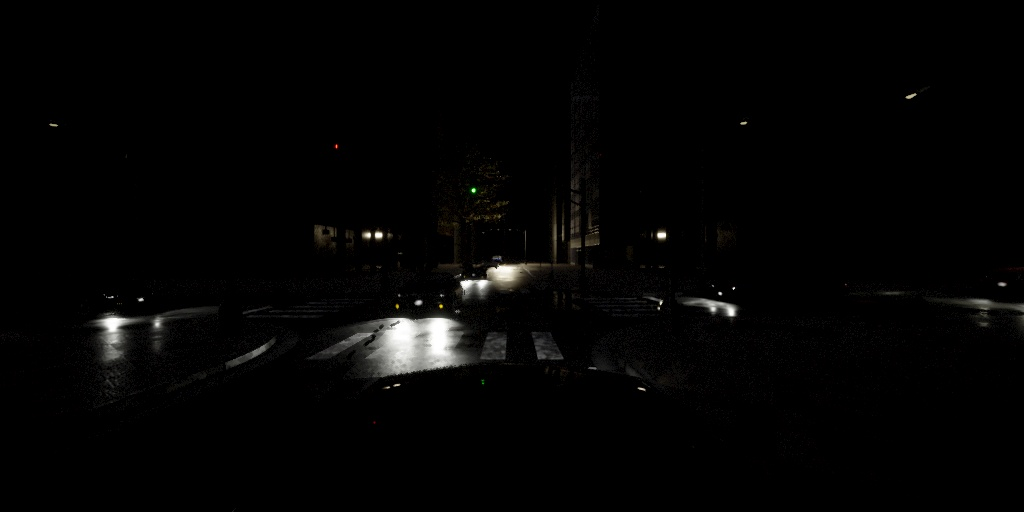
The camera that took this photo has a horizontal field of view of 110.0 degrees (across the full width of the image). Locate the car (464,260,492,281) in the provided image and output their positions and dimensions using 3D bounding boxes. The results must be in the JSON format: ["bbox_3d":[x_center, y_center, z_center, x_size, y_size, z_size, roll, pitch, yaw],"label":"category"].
[{"bbox_3d":[-3.048,1.320,30.407,1.994,1.385,4.181,0,0,0],"label":"car"}]

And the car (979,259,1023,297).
[{"bbox_3d":[24.420,0.886,15.855,5.566,2.045,2.150,0,0,0],"label":"car"}]

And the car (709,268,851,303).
[{"bbox_3d":[11.753,1.247,15.850,5.357,1.411,2.033,0,0,-4],"label":"car"}]

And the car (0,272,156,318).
[{"bbox_3d":[-15.467,1.297,12.600,4.892,1.490,1.837,0,0,0],"label":"car"}]

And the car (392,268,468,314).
[{"bbox_3d":[-3.020,1.319,13.612,1.994,1.385,4.181,0,0,0],"label":"car"}]

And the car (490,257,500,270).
[{"bbox_3d":[-3.087,1.287,52.888,1.812,1.442,4.674,0,0,0],"label":"car"}]
